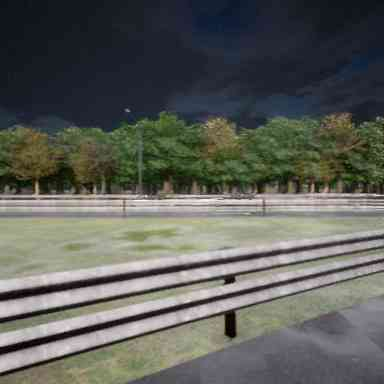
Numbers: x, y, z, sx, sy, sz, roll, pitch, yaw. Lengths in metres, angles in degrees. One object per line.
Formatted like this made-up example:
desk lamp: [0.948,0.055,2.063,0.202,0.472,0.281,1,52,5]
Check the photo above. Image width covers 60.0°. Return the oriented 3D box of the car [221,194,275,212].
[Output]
car: [5.169,0.977,30.682,4.892,1.490,1.837,0,1,1]

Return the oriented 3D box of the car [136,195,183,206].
car: [-3.342,1.132,34.383,4.892,1.490,1.837,0,1,2]

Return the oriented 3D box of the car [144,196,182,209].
car: [-3.244,1.145,37.882,4.181,1.385,1.994,0,1,2]
